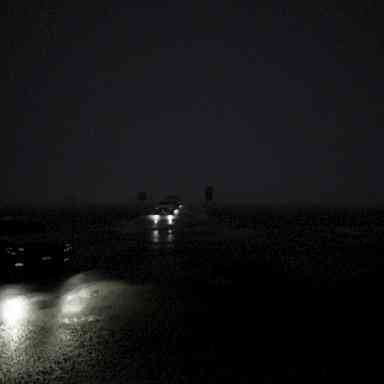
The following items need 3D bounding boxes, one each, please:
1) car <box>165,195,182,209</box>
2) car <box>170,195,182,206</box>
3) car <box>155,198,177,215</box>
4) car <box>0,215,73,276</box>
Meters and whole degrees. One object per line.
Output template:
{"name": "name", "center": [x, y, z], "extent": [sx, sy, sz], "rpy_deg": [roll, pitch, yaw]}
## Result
{"name": "car", "center": [-2.989, 1.436, 48.625], "extent": [2.150, 2.045, 5.566], "rpy_deg": [0, 0, 0]}
{"name": "car", "center": [-3.013, 1.518, 63.614], "extent": [2.150, 2.045, 5.566], "rpy_deg": [0, 0, 0]}
{"name": "car", "center": [-2.973, 1.687, 36.572], "extent": [1.812, 1.442, 4.674], "rpy_deg": [0, 0, 0]}
{"name": "car", "center": [-5.526, 1.536, 10.830], "extent": [1.882, 1.535, 5.008], "rpy_deg": [2, -2, -41]}
